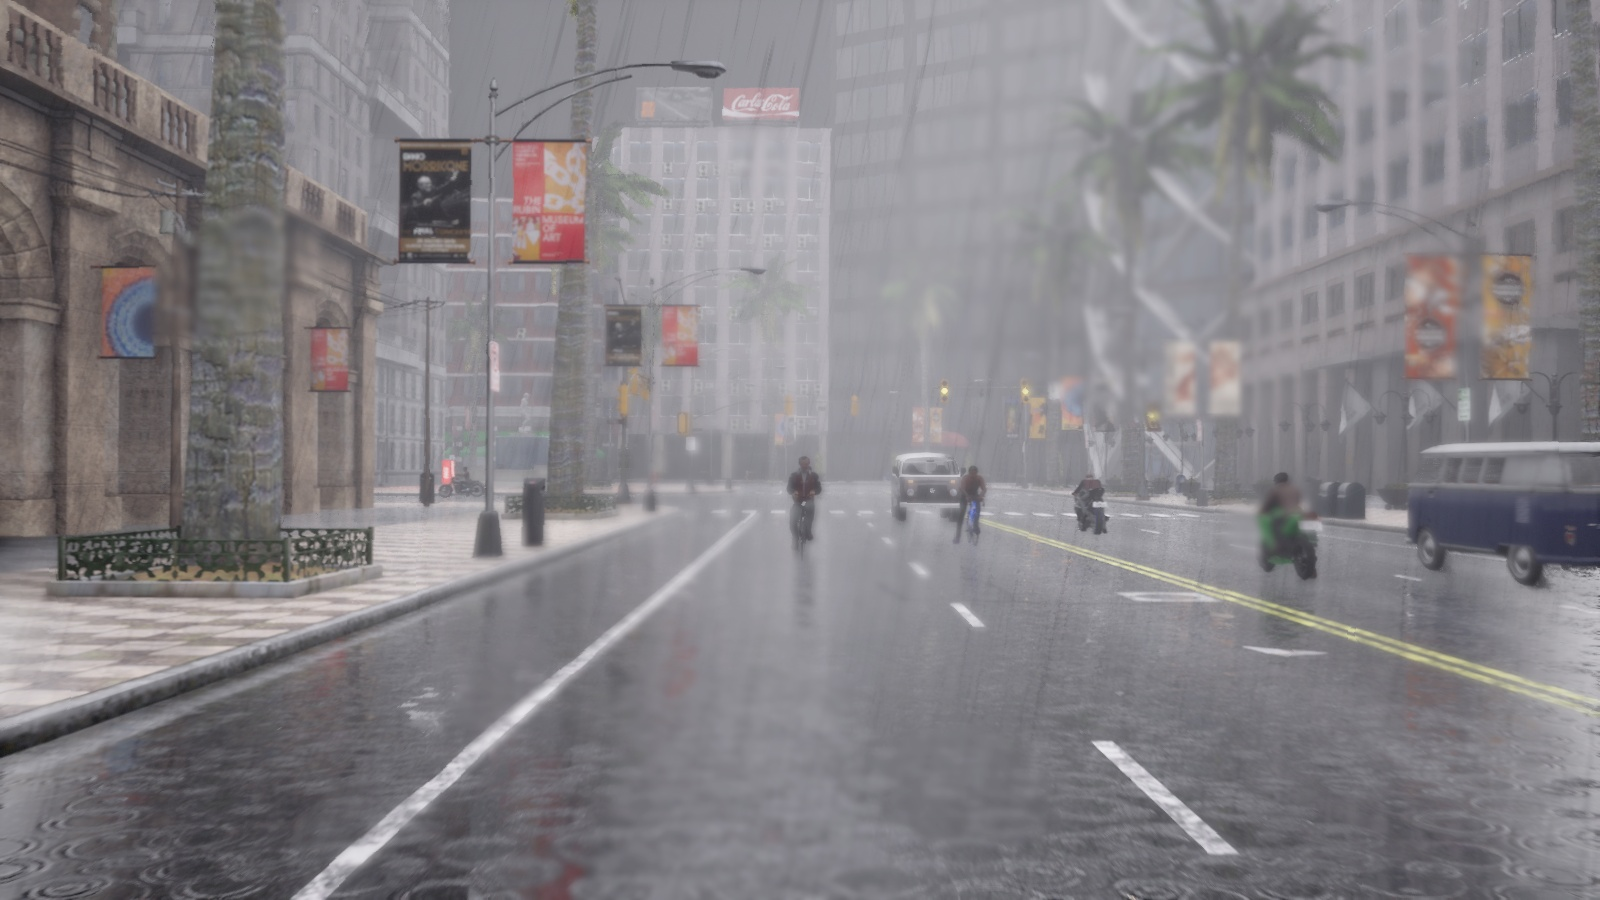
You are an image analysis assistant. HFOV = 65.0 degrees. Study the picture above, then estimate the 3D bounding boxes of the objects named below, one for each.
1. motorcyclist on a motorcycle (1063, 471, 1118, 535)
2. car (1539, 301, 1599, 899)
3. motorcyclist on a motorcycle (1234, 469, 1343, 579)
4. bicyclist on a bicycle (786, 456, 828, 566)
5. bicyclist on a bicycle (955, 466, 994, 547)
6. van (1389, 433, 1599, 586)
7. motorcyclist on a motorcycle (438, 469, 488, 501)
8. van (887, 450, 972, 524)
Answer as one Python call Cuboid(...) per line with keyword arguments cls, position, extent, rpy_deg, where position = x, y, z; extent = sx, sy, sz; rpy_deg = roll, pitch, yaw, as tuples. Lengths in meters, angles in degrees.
Cuboid(cls="motorcyclist on a motorcycle", position=(7.242, 1.290, 31.384), extent=(0.866, 1.530, 2.191), rpy_deg=(0, -1, 0))
Cuboid(cls="car", position=(3.496, 0.536, 1.302), extent=(2.150, 2.045, 5.566), rpy_deg=(0, -1, 0))
Cuboid(cls="motorcyclist on a motorcycle", position=(7.110, 1.042, 18.387), extent=(0.797, 1.523, 2.044), rpy_deg=(0, -1, 0))
Cuboid(cls="bicyclist on a bicycle", position=(0.109, 1.000, 21.156), extent=(0.659, 1.776, 1.843), rpy_deg=(0, -1, 0))
Cuboid(cls="bicyclist on a bicycle", position=(3.596, 1.140, 25.937), extent=(0.582, 1.620, 1.656), rpy_deg=(0, -1, 0))
Cuboid(cls="van", position=(10.628, 0.801, 18.525), extent=(1.775, 1.987, 4.442), rpy_deg=(0, -1, 0))
Cuboid(cls="motorcyclist on a motorcycle", position=(-17.349, 1.804, 64.682), extent=(2.350, 1.649, 0.766), rpy_deg=(0, -1, 0))
Cuboid(cls="van", position=(3.774, 1.084, 37.309), extent=(2.069, 2.038, 4.480), rpy_deg=(0, -1, 0))
